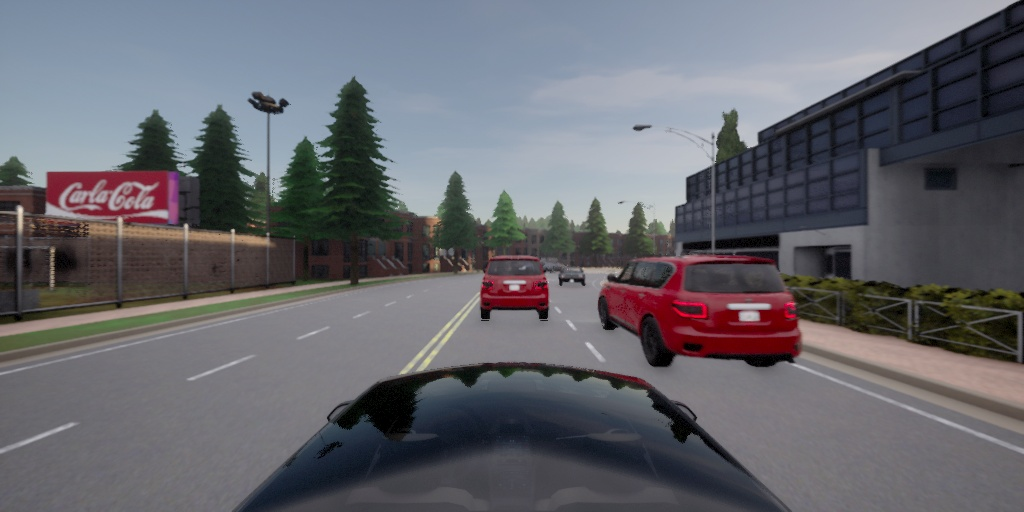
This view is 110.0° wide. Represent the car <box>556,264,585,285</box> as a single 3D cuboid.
[{"bbox_3d":[4.632,1.470,27.396,1.895,1.301,4.718,0,0,11],"label":"car"}]

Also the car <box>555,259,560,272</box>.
[{"bbox_3d":[5.152,1.504,46.305,2.033,1.411,5.357,0,0,35],"label":"car"}]

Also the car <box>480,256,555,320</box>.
[{"bbox_3d":[0.088,1.022,12.996,2.150,2.045,5.566,0,0,0],"label":"car"}]

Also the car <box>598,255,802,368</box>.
[{"bbox_3d":[3.568,1.003,8.091,2.150,2.045,5.566,0,0,0],"label":"car"}]

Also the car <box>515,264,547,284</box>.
[{"bbox_3d":[1.689,1.407,29.981,1.812,1.442,4.674,0,0,14],"label":"car"}]
